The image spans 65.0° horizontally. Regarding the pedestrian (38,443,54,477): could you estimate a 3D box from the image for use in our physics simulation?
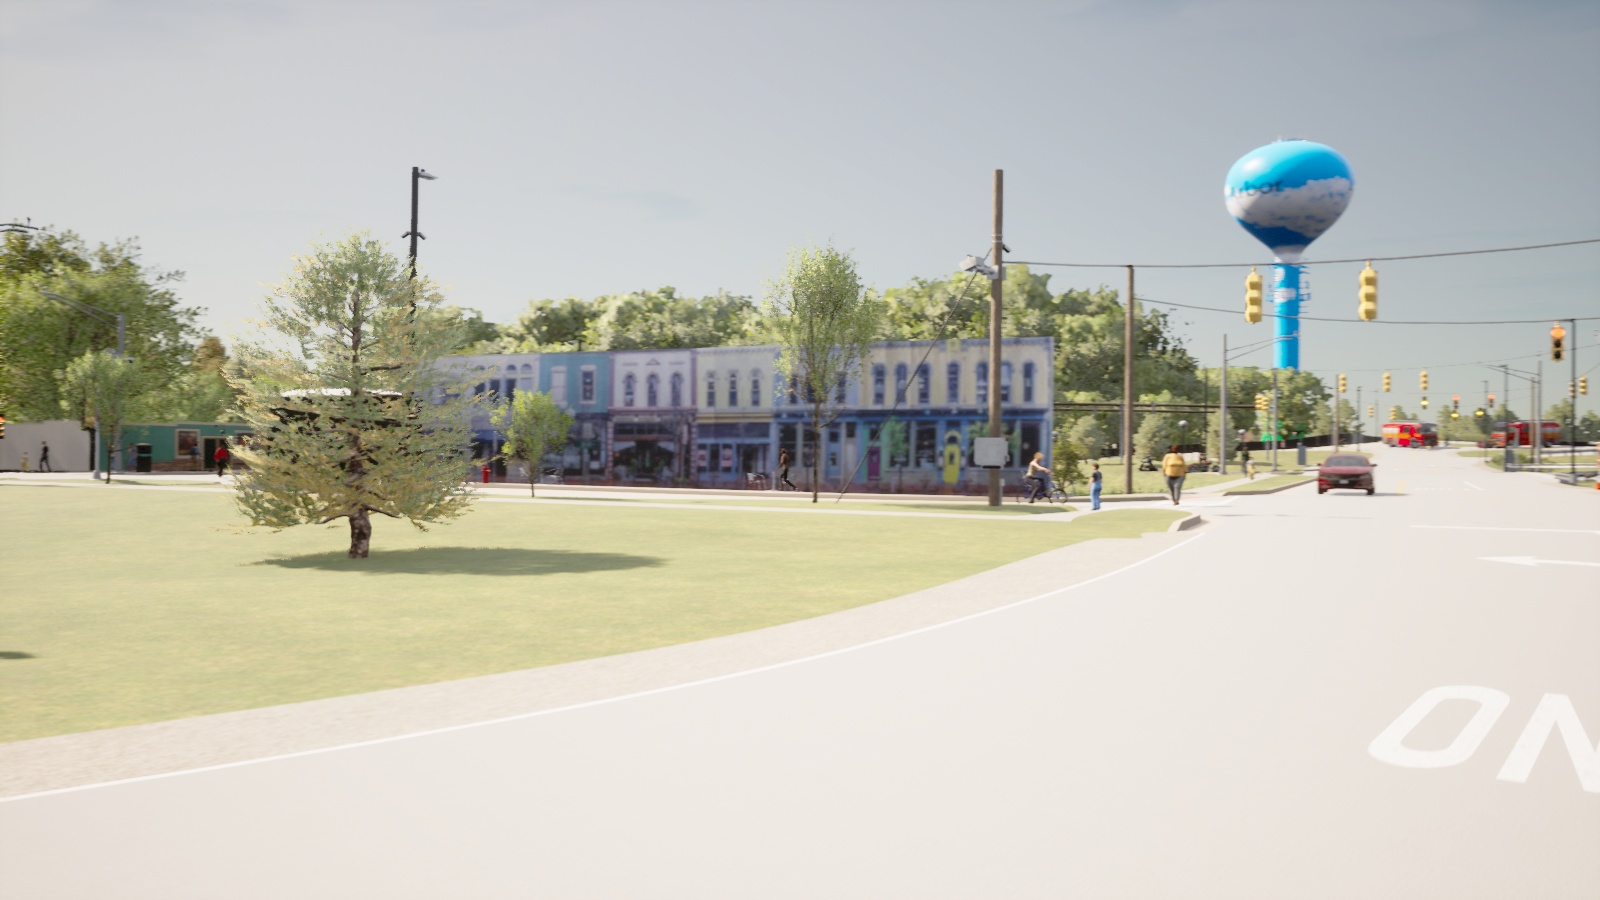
[{"bbox_3d":[-43.189,0.555,71.948,0.666,1.930,0.402,0,-1,15],"label":"pedestrian"}]

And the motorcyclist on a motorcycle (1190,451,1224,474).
[{"bbox_3d":[29.464,0.887,90.905,2.350,1.649,0.766,0,0,21],"label":"motorcyclist on a motorcycle"}]

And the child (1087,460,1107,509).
[{"bbox_3d":[7.643,0.888,32.291,0.270,1.263,0.437,1,-1,-30],"label":"child"}]

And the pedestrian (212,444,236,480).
[{"bbox_3d":[-29.579,0.634,64.453,0.899,1.844,0.634,0,-1,20],"label":"pedestrian"}]

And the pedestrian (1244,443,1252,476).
[{"bbox_3d":[25.299,0.549,70.874,0.353,1.847,0.614,0,-1,25],"label":"pedestrian"}]

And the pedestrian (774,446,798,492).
[{"bbox_3d":[-0.561,0.766,50.511,0.869,1.805,0.328,0,-1,22],"label":"pedestrian"}]

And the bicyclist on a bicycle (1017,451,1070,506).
[{"bbox_3d":[7.221,0.852,37.202,1.509,1.612,0.866,-1,-1,12],"label":"bicyclist on a bicycle"}]

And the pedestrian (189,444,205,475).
[{"bbox_3d":[-37.324,0.591,77.721,0.423,1.949,0.788,0,-1,27],"label":"pedestrian"}]

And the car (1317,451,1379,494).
[{"bbox_3d":[20.530,0.795,46.936,1.882,1.535,5.008,0,0,26],"label":"car"}]

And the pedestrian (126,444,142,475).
[{"bbox_3d":[-39.044,0.565,73.628,0.354,1.836,0.706,0,-1,37],"label":"pedestrian"}]

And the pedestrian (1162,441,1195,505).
[{"bbox_3d":[11.015,0.668,36.604,0.874,1.855,0.900,0,-1,15],"label":"pedestrian"}]
